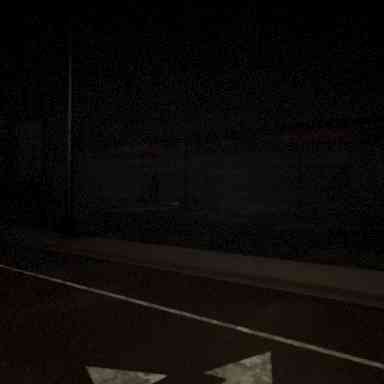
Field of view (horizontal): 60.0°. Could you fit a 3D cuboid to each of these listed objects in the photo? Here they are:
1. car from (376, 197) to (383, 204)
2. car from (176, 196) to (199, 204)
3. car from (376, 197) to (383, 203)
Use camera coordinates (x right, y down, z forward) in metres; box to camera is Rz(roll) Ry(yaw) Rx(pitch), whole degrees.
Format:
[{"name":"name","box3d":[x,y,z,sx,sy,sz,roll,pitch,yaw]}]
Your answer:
[{"name":"car","box3d":[39.706,1.754,68.053,2.038,1.542,4.974,1,1,6]},{"name":"car","box3d":[-0.794,1.415,61.217,4.181,1.385,1.994,1,0,-25]},{"name":"car","box3d":[39.713,1.596,68.103,1.853,1.218,4.536,1,1,6]}]
